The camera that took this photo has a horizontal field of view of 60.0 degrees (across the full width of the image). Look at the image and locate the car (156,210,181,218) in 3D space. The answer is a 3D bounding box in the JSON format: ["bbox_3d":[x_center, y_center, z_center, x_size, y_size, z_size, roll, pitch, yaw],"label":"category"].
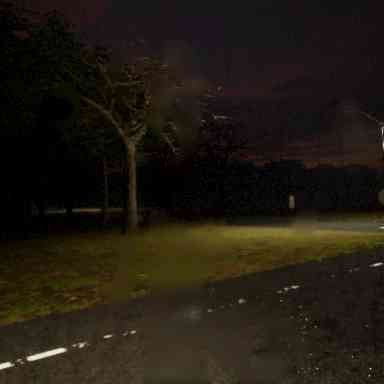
[{"bbox_3d":[-4.040,4.061,61.378,2.033,1.411,5.357,-2,-1,-34],"label":"car"}]

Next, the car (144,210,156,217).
[{"bbox_3d":[-8.041,4.294,67.156,2.128,1.511,4.902,-2,-1,-34],"label":"car"}]
